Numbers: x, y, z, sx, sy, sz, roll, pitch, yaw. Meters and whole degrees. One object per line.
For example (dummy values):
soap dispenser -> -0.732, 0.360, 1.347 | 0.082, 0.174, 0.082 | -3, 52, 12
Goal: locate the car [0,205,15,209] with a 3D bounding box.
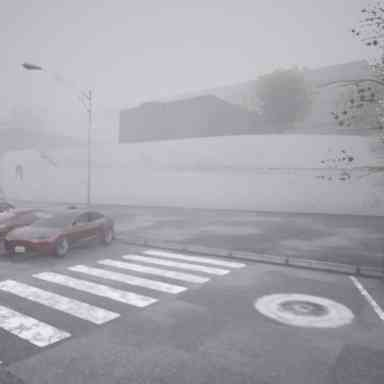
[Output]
car -> -7.258, 1.438, 14.653 | 2.002, 1.452, 4.674 | 0, -1, 15

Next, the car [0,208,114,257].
car -> -4.813, 1.446, 12.883 | 2.163, 1.488, 4.792 | 1, 0, 15

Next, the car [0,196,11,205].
car -> -9.691, 1.254, 16.359 | 2.185, 1.767, 4.553 | 0, -1, 15
